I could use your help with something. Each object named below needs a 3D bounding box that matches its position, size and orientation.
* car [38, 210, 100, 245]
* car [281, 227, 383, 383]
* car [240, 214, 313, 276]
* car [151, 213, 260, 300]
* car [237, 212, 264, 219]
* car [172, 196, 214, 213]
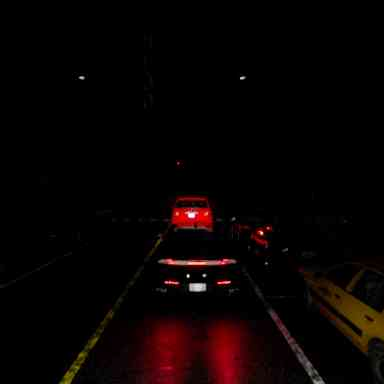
[{"bbox_3d":[-5.682,1.566,15.815,1.887,1.381,4.507,-1,0,0],"label":"car"},{"bbox_3d":[2.865,1.532,4.818,1.752,1.417,4.829,-1,0,0],"label":"car"},{"bbox_3d":[2.865,1.580,10.234,1.947,1.339,4.313,-1,0,0],"label":"car"},{"bbox_3d":[0.098,1.503,8.407,2.128,1.511,4.902,0,0,0],"label":"car"},{"bbox_3d":[2.864,1.603,15.820,1.802,1.307,4.206,-1,0,0],"label":"car"},{"bbox_3d":[0.064,1.247,18.756,2.150,2.045,5.566,0,0,2],"label":"car"}]
